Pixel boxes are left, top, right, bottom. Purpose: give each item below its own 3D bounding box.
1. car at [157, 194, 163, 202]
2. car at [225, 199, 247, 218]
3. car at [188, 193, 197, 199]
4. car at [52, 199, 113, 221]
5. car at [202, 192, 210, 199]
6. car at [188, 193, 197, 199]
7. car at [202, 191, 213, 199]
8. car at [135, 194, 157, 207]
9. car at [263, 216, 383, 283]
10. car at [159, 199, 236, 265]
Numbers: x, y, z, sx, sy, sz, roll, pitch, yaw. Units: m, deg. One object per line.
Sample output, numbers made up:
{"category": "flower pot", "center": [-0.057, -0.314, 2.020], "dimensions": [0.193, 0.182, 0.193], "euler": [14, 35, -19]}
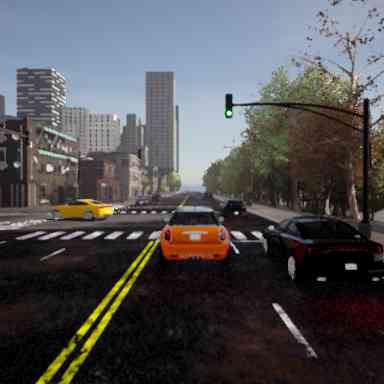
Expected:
{"category": "car", "center": [-6.421, 1.115, 60.896], "dimensions": [1.837, 1.490, 4.892], "euler": [0, 1, 1]}
{"category": "car", "center": [3.401, 1.331, 27.809], "dimensions": [1.837, 1.490, 4.892], "euler": [0, 0, 0]}
{"category": "car", "center": [0.148, 0.851, 81.565], "dimensions": [2.033, 1.411, 5.357], "euler": [0, 0, 0]}
{"category": "car", "center": [-8.538, 1.330, 25.733], "dimensions": [5.008, 1.535, 1.882], "euler": [-1, -1, 22]}
{"category": "car", "center": [3.398, 0.789, 81.559], "dimensions": [1.882, 1.535, 5.008], "euler": [0, 0, 0]}
{"category": "car", "center": [0.129, 1.090, 71.563], "dimensions": [1.994, 1.385, 4.181], "euler": [0, 0, 0]}
{"category": "car", "center": [3.378, 0.764, 71.170], "dimensions": [2.150, 2.045, 5.566], "euler": [0, 0, 0]}
{"category": "car", "center": [-6.502, 1.206, 45.297], "dimensions": [2.128, 1.511, 4.902], "euler": [0, 0, 0]}
{"category": "car", "center": [3.365, 1.418, 9.505], "dimensions": [1.882, 1.535, 5.008], "euler": [0, 0, 0]}
{"category": "car", "center": [0.065, 1.280, 11.523], "dimensions": [2.097, 1.767, 4.553], "euler": [0, 0, -1]}
